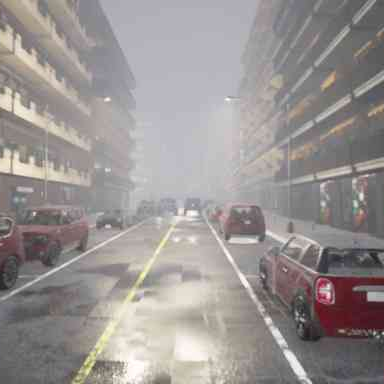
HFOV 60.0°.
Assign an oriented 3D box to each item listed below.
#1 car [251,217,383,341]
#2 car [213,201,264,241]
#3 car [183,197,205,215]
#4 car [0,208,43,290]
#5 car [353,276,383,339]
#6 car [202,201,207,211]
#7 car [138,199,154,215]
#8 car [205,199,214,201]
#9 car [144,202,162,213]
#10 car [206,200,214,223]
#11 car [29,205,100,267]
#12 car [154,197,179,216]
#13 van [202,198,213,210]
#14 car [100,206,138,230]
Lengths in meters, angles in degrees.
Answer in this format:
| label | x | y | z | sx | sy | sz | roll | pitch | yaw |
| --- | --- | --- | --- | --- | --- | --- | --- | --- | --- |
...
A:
| label | x | y | z | sx | sy | sz | roll | pitch | yaw |
| --- | --- | --- | --- | --- | --- | --- | --- | --- | --- |
| car | 2.591 | 1.512 | 6.601 | 1.967 | 1.590 | 4.097 | 1 | -1 | 0 |
| car | 2.550 | 1.506 | 17.663 | 2.192 | 1.841 | 5.009 | 1 | -1 | 0 |
| car | 0.091 | 1.692 | 41.366 | 2.150 | 2.045 | 5.566 | 0 | -1 | 0 |
| car | -5.293 | 1.387 | 6.661 | 2.192 | 1.841 | 5.009 | 1 | -1 | 0 |
| car | 2.583 | 1.558 | 1.068 | 1.887 | 1.381 | 4.507 | 1 | -1 | 0 |
| car | 2.538 | 2.035 | 39.785 | 1.802 | 1.307 | 4.206 | 1 | -1 | 0 |
| car | -5.302 | 1.769 | 39.841 | 2.192 | 1.841 | 5.009 | 1 | -1 | 0 |
| car | 2.541 | 1.912 | 50.850 | 2.192 | 1.841 | 5.009 | 1 | -1 | 0 |
| car | -5.309 | 2.069 | 45.369 | 1.887 | 1.381 | 4.507 | 1 | -1 | 0 |
| car | 2.544 | 1.759 | 28.725 | 1.967 | 1.590 | 4.097 | 1 | -1 | 0 |
| car | -5.295 | 1.446 | 12.190 | 2.192 | 1.841 | 5.009 | 1 | -1 | 0 |
| car | -2.760 | 1.660 | 38.753 | 2.150 | 2.045 | 5.566 | 0 | -1 | 0 |
| van | 2.538 | 2.012 | 56.381 | 1.690 | 1.788 | 3.998 | 1 | -1 | 0 |
| car | -5.304 | 1.820 | 23.250 | 1.947 | 1.339 | 4.313 | 1 | -1 | 0 |
